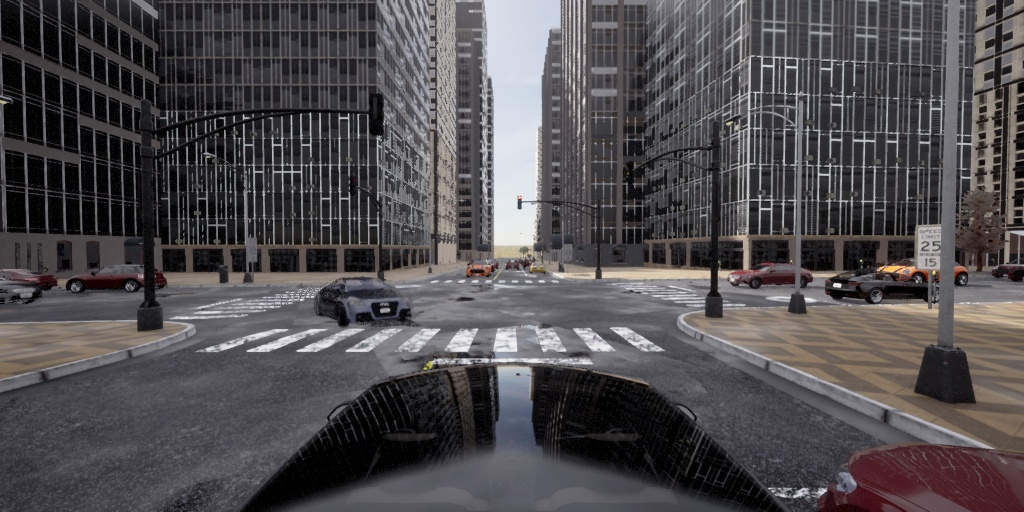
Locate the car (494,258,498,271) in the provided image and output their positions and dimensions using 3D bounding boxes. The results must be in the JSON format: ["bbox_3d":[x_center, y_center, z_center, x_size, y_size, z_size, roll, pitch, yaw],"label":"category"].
[{"bbox_3d":[-3.116,1.203,44.214,1.882,1.535,5.008,0,0,0],"label":"car"}]

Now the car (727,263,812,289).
[{"bbox_3d":[15.392,1.135,21.437,4.674,1.442,1.812,0,1,-5],"label":"car"}]

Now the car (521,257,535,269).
[{"bbox_3d":[2.709,1.028,55.015,2.192,1.841,5.009,0,0,0],"label":"car"}]

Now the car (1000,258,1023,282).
[{"bbox_3d":[35.348,0.845,23.267,4.553,1.767,2.097,0,1,-5],"label":"car"}]

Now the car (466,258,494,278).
[{"bbox_3d":[-3.112,1.085,34.279,2.097,1.767,4.553,0,0,0],"label":"car"}]

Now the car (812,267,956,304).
[{"bbox_3d":[16.124,1.293,15.693,4.313,1.339,1.948,0,0,-5],"label":"car"}]

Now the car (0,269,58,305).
[{"bbox_3d":[-22.633,1.392,14.685,4.902,1.511,2.128,0,1,-5],"label":"car"}]

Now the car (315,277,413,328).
[{"bbox_3d":[-4.951,1.391,11.765,1.994,1.385,4.181,2,-2,-42],"label":"car"}]

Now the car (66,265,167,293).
[{"bbox_3d":[-22.579,1.216,20.528,4.097,1.591,1.967,0,0,-5],"label":"car"}]

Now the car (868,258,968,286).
[{"bbox_3d":[25.339,0.904,22.347,4.553,1.767,2.097,0,1,-5],"label":"car"}]

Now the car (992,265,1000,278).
[{"bbox_3d":[37.693,0.864,26.110,4.097,1.591,1.967,0,0,-5],"label":"car"}]

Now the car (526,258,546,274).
[{"bbox_3d":[2.805,1.254,39.933,1.751,1.417,4.829,0,0,0],"label":"car"}]

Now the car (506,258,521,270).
[{"bbox_3d":[0.079,1.241,53.285,1.812,1.442,4.674,0,0,0],"label":"car"}]

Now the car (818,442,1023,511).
[{"bbox_3d":[2.692,1.333,0.395,1.802,1.307,4.207,0,0,0],"label":"car"}]
